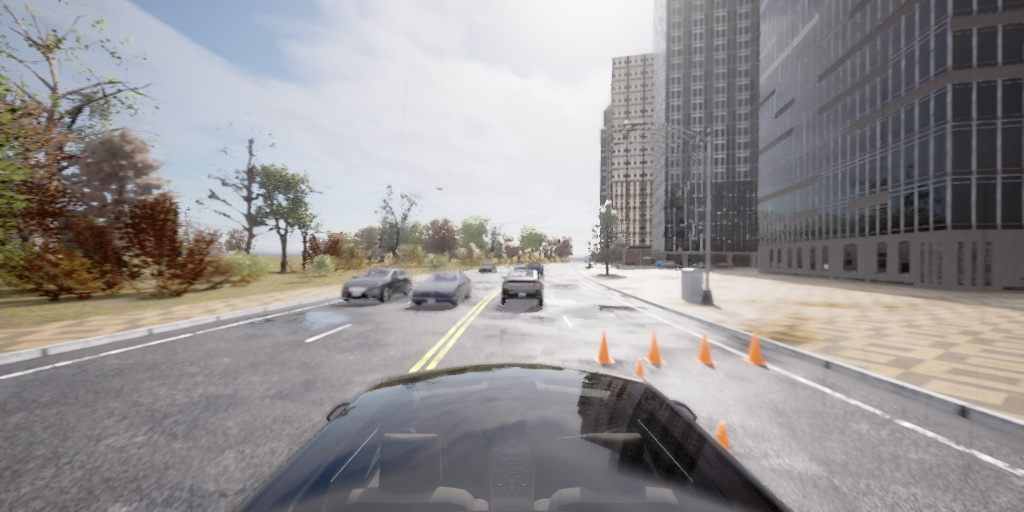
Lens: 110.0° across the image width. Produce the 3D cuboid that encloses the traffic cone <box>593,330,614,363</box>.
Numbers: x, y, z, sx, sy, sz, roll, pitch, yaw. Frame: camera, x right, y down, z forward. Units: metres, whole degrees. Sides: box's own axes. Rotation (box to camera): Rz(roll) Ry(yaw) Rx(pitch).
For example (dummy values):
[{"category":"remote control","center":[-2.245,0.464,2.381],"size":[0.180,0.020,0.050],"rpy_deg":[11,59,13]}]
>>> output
[{"category":"traffic cone","center":[1.817,1.775,7.109],"size":[0.340,0.580,0.340],"rpy_deg":[0,0,0]}]

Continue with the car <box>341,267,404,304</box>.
[{"category":"car","center":[-6.172,1.303,16.971],"size":[2.128,1.511,4.902],"rpy_deg":[1,-1,3]}]

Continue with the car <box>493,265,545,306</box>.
[{"category":"car","center":[0.521,1.381,16.896],"size":[2.128,1.511,4.902],"rpy_deg":[1,-1,3]}]

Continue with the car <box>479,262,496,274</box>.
[{"category":"car","center":[-3.292,1.628,48.973],"size":[1.837,1.490,4.892],"rpy_deg":[0,0,7]}]

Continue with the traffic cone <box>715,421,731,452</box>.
[{"category":"traffic cone","center":[1.819,1.739,3.109],"size":[0.340,0.580,0.340],"rpy_deg":[0,0,0]}]

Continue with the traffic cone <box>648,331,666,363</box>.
[{"category":"traffic cone","center":[2.817,1.786,7.109],"size":[0.340,0.580,0.340],"rpy_deg":[0,0,0]}]

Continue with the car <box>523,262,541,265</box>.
[{"category":"car","center":[2.901,1.515,44.513],"size":[2.097,1.767,4.553],"rpy_deg":[1,0,7]}]

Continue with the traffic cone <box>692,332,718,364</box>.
[{"category":"traffic cone","center":[3.817,1.798,7.109],"size":[0.340,0.580,0.340],"rpy_deg":[0,0,0]}]

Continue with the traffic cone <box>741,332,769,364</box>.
[{"category":"traffic cone","center":[4.817,1.810,7.109],"size":[0.340,0.580,0.340],"rpy_deg":[0,0,0]}]

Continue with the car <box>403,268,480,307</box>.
[{"category":"car","center":[-2.963,1.393,16.443],"size":[2.033,1.411,5.357],"rpy_deg":[1,-1,3]}]

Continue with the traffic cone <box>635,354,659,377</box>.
[{"category":"traffic cone","center":[1.818,1.757,5.109],"size":[0.340,0.580,0.340],"rpy_deg":[0,0,0]}]

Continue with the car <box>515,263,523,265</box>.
[{"category":"car","center":[1.352,1.806,57.879],"size":[2.033,1.411,5.357],"rpy_deg":[1,0,9]}]
